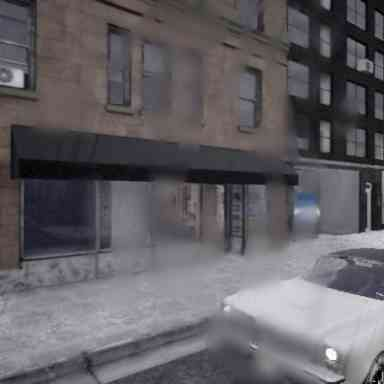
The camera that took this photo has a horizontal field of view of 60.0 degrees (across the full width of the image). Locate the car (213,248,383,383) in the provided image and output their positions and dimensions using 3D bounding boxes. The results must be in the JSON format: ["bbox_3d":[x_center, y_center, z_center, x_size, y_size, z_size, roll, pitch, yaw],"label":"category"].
[{"bbox_3d":[2.619,1.608,4.954,4.718,1.301,1.895,0,0,-36],"label":"car"}]
